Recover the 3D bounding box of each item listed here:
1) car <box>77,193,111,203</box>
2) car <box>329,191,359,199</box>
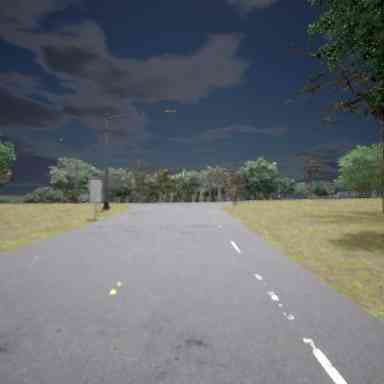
[{"bbox_3d":[-14.644,0.954,49.723,4.902,1.511,2.128,-1,-2,1],"label":"car"},{"bbox_3d":[26.063,0.630,57.179,4.902,1.511,2.128,-2,-2,-1],"label":"car"}]
